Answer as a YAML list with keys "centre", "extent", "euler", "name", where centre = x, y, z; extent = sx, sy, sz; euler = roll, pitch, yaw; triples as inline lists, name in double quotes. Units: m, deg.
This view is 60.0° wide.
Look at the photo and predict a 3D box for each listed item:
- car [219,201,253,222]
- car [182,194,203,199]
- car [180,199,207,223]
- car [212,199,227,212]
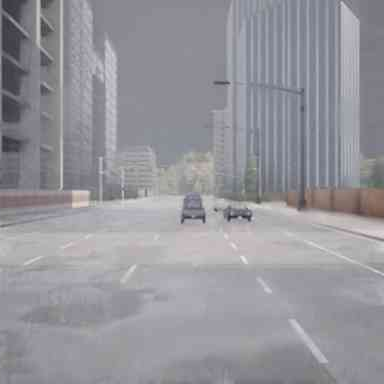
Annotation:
- centre: [3.596, 1.633, 27.038]
  extent: [1.895, 1.301, 4.718]
  euler: [0, 0, 0]
  name: "car"
- centre: [0.094, 1.270, 38.410]
  extent: [2.150, 2.045, 5.566]
  euler: [0, 0, 0]
  name: "car"
- centre: [0.097, 1.524, 25.747]
  extent: [2.128, 1.511, 4.902]
  euler: [0, 0, 0]
  name: "car"
- centre: [3.559, 1.573, 40.167]
  extent: [1.812, 1.442, 4.674]
  euler: [0, 0, 0]
  name: "car"
